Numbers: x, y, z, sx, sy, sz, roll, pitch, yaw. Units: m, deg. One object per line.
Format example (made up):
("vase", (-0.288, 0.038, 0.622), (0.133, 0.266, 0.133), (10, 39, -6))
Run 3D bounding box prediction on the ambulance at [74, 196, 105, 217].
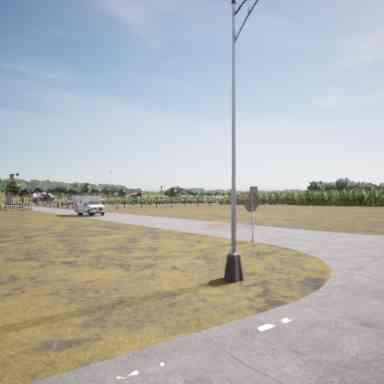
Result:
("ambulance", (-12.976, 1.766, 42.163), (2.351, 2.431, 6.366), (0, -1, -35))
